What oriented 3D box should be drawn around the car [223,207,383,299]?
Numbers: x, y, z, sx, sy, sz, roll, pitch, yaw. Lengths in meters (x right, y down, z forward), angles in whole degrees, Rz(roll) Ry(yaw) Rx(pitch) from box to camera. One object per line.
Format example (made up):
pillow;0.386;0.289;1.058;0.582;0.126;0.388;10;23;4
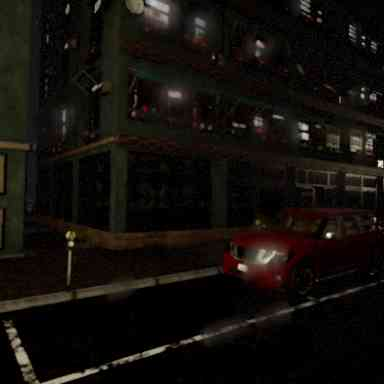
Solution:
car;3.176;1.368;8.791;5.009;1.841;2.192;0;1;-35
